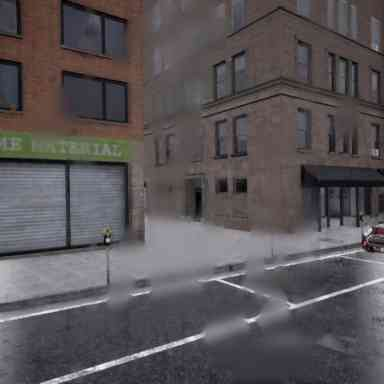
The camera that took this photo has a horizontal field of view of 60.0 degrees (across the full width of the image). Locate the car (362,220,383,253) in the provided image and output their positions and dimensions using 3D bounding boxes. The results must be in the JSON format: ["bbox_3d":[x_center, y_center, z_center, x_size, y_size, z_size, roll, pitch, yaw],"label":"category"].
[{"bbox_3d":[8.138,1.439,12.410,4.097,1.590,1.967,0,-1,-35],"label":"car"}]
